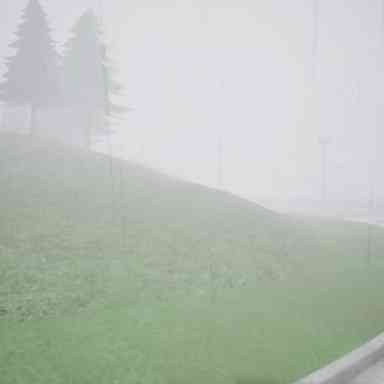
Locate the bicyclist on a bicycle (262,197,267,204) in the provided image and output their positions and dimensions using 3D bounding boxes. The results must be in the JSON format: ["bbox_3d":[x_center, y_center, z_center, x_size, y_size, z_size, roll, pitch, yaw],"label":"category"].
[{"bbox_3d":[15.690,1.785,71.902,1.656,1.620,0.582,0,0,-34],"label":"bicyclist on a bicycle"}]
